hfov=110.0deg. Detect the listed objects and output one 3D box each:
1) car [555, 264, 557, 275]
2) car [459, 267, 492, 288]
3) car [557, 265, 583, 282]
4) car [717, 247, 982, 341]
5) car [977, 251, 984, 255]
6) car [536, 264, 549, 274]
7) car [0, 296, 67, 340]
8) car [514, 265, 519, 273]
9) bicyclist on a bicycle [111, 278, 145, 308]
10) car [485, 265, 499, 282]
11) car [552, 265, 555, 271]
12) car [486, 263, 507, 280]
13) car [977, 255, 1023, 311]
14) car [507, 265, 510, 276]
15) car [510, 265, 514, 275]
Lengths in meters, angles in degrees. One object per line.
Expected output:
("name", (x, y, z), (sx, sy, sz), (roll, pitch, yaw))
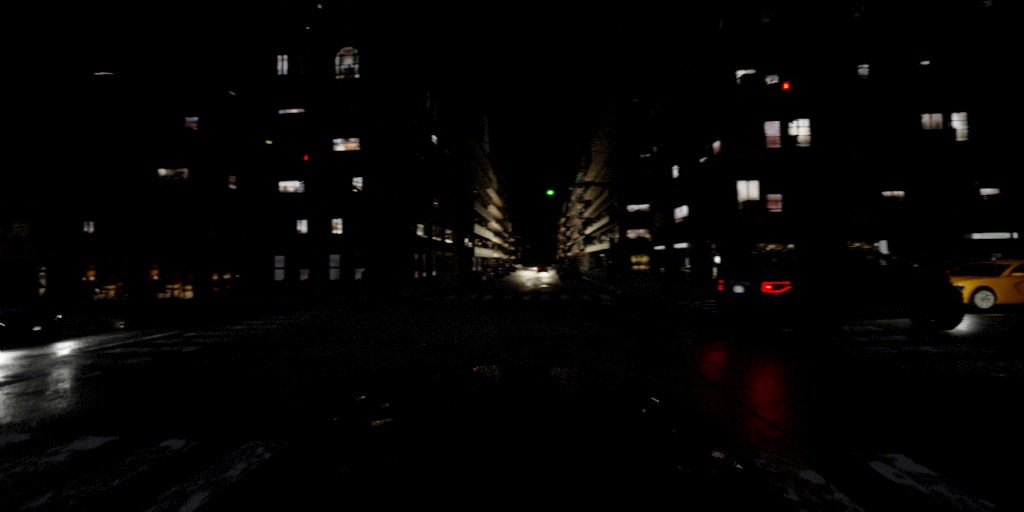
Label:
("car", (6.163, 1.753, 40.240), (1.967, 1.591, 4.097), (0, 0, 5))
("car", (-3.151, 1.831, 29.625), (1.948, 1.339, 4.313), (0, 0, 5))
("car", (5.680, 1.664, 34.579), (1.967, 1.591, 4.097), (0, 0, 5))
("car", (8.146, 0.825, 9.146), (5.566, 2.045, 2.150), (-2, -2, -10))
("car", (15.874, 0.749, 14.301), (5.009, 1.841, 2.192), (0, 0, 4))
("car", (4.937, 2.151, 57.650), (1.812, 1.442, 4.674), (-1, -1, 5))
("car", (-16.525, 1.963, 10.972), (4.674, 1.442, 1.812), (-2, -1, 6))
("car", (-0.255, 2.240, 63.593), (1.967, 1.591, 4.097), (0, 0, 5))
("bicyclist on a bicycle", (-21.510, 2.044, 20.097), (0.582, 1.620, 1.656), (-2, -1, 4))
("car", (-2.683, 1.879, 35.117), (1.751, 1.417, 4.829), (0, 0, 5))
("car", (7.129, 2.073, 51.562), (1.802, 1.307, 4.207), (0, 0, 5))
("car", (-2.186, 1.756, 40.948), (2.192, 1.841, 5.009), (0, 0, 5))
("car", (16.024, 0.865, 11.703), (5.008, 1.535, 1.882), (-2, -1, 4))
("car", (-1.718, 2.056, 46.439), (1.751, 1.417, 4.829), (0, 0, 5))
("car", (-1.221, 2.060, 52.270), (1.967, 1.591, 4.097), (0, 0, 5))
